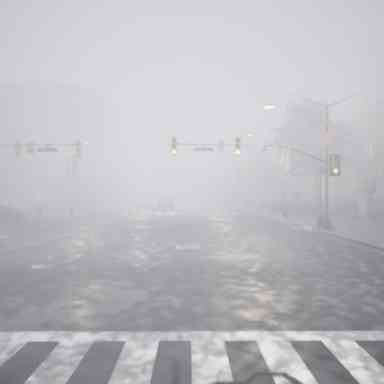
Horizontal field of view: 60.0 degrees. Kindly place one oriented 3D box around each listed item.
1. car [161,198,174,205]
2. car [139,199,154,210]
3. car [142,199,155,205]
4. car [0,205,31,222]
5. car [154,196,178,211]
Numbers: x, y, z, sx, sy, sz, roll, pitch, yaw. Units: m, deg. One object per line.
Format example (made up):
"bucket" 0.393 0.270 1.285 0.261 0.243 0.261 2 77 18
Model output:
"car" -5.727 2.214 76.947 1.812 1.442 4.674 0 -1 -18
"car" -7.172 2.036 53.073 2.033 1.411 5.357 0 0 0
"car" -10.415 2.304 79.168 1.895 1.301 4.718 0 -1 -25
"car" -16.878 1.808 28.595 5.357 1.411 2.033 0 0 -12
"car" -3.614 1.645 47.149 2.150 2.045 5.566 0 0 0
